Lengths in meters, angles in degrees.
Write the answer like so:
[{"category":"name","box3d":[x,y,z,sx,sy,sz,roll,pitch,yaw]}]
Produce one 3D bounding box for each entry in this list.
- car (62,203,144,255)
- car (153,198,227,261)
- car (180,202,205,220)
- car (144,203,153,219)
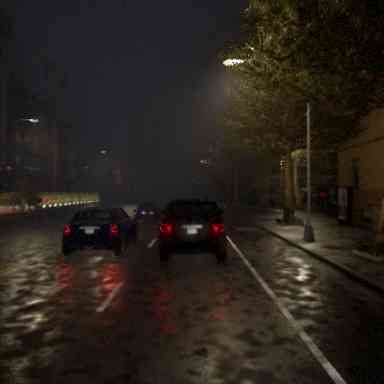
[{"category":"car","box3d":[-3.449,1.358,13.401,2.097,1.767,4.553,0,0,1]},{"category":"car","box3d":[0.040,1.229,12.375,2.150,2.045,5.566,0,0,1]},{"category":"car","box3d":[0.053,1.578,28.678,1.994,1.385,4.181,0,0,1]},{"category":"car","box3d":[-3.470,1.560,26.340,2.033,1.411,5.357,0,0,0]}]
